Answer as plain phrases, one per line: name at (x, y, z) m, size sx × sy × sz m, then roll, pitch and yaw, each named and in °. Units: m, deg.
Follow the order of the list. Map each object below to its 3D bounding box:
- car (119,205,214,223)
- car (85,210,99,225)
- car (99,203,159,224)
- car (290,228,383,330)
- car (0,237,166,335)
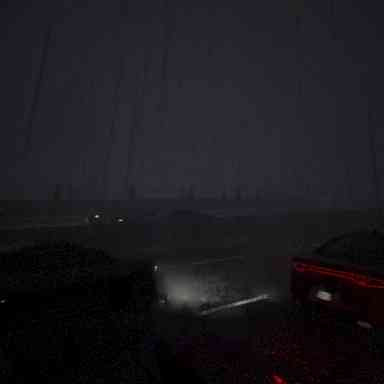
car at (-0.893, 1.525, 16.255) m, size 4.674 × 1.442 × 1.812 m, roll 0°, pitch 0°, yaw -36°
car at (-4.584, 1.491, 22.220) m, size 4.902 × 1.511 × 2.128 m, roll 0°, pitch 0°, yaw -35°
car at (-2.537, 1.491, 19.381) m, size 4.902 × 1.511 × 2.128 m, roll 0°, pitch 0°, yaw -36°
car at (4.093, 1.477, 6.668) m, size 5.008 × 1.535 × 1.882 m, roll 0°, pitch 0°, yaw -36°
car at (-2.582, 1.564, 6.204) m, size 4.181 × 1.385 × 1.994 m, roll 0°, pitch 0°, yaw -36°
